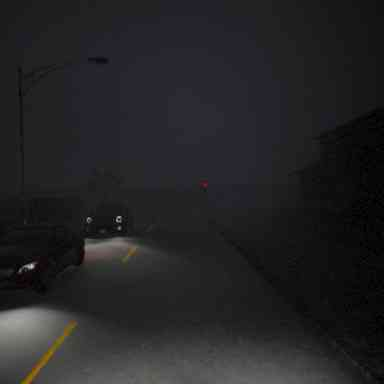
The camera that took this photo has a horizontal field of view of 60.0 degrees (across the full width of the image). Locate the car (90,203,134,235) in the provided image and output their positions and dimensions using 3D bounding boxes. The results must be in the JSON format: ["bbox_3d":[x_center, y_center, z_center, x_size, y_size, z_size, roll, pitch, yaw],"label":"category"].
[{"bbox_3d":[-4.695,1.457,19.406,2.097,1.767,4.553,-1,0,-2],"label":"car"}]

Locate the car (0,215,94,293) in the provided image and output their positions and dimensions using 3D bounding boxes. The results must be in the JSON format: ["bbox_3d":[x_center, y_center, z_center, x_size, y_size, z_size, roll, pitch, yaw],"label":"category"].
[{"bbox_3d":[-4.336,1.630,9.265,1.812,1.442,4.674,-1,0,-3],"label":"car"}]
